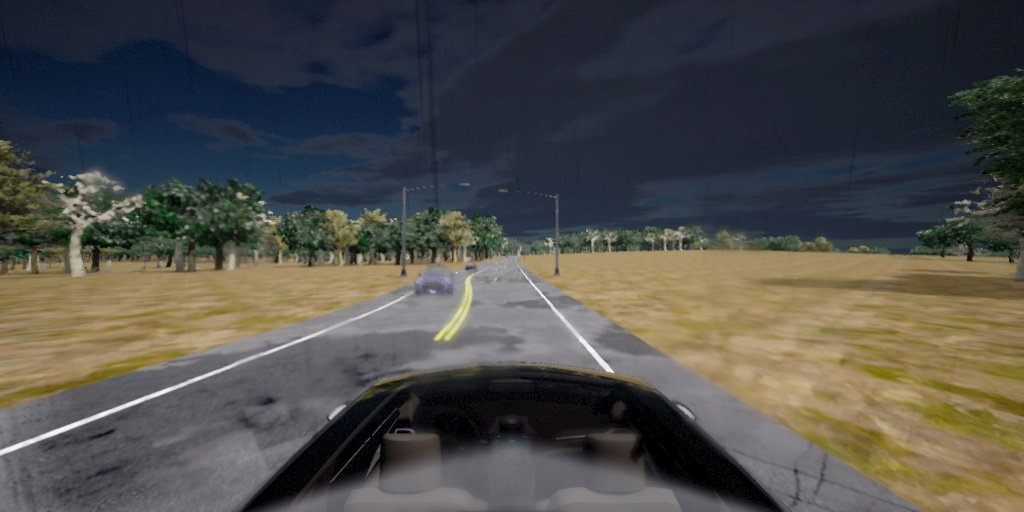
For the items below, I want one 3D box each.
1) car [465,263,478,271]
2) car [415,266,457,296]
[{"bbox_3d":[-7.046,1.890,62.495,2.033,1.411,5.357,0,0,1],"label":"car"},{"bbox_3d":[-4.481,1.371,21.596,2.097,1.767,4.553,0,-1,-6],"label":"car"}]
